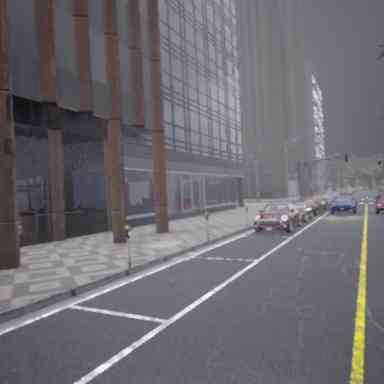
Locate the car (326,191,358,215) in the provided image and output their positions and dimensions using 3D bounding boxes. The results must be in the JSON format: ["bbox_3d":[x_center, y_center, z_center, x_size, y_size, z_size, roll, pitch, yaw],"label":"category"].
[{"bbox_3d":[12.828,1.019,28.048,1.882,1.535,5.008,-3,-1,28],"label":"car"}]

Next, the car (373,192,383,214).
[{"bbox_3d":[15.704,0.941,26.744,2.033,1.411,5.357,-3,0,28],"label":"car"}]

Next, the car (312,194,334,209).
[{"bbox_3d":[14.926,1.025,37.761,1.752,1.417,4.829,-3,0,28],"label":"car"}]

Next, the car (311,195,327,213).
[{"bbox_3d":[9.918,1.230,28.258,1.887,1.381,4.507,-3,0,28],"label":"car"}]

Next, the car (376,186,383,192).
[{"bbox_3d":[23.170,0.468,39.477,2.097,1.767,4.553,-3,-1,38],"label":"car"}]

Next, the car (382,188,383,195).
[{"bbox_3d":[45.047,-0.167,76.641,2.008,1.369,4.403,-3,0,28],"label":"car"}]

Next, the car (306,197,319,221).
[{"bbox_3d":[7.375,1.331,23.431,2.008,1.369,4.403,-3,0,28],"label":"car"}]

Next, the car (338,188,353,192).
[{"bbox_3d":[32.435,0.173,71.001,2.192,1.841,5.009,-3,0,28],"label":"car"}]

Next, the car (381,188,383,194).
[{"bbox_3d":[47.582,-0.265,81.451,1.887,1.381,4.507,-3,0,28],"label":"car"}]

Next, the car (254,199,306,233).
[{"bbox_3d":[4.825,1.315,18.605,1.967,1.590,4.097,-3,0,28],"label":"car"}]
